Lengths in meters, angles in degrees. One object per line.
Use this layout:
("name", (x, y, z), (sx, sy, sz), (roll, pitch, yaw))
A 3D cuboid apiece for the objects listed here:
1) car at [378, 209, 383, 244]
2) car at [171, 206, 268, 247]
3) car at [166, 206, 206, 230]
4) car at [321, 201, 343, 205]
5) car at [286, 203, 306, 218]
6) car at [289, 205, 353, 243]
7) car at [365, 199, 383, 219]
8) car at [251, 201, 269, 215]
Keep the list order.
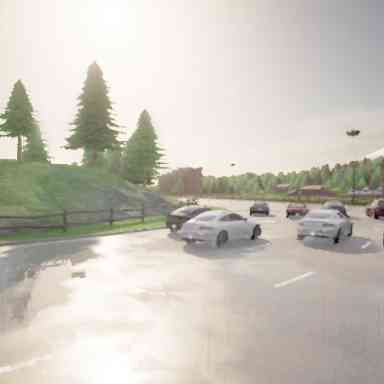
("car", (8.991, 1.495, 13.317), (1.882, 1.535, 5.008), (0, 0, 37))
("car", (1.427, 1.582, 15.293), (1.812, 1.442, 4.674), (0, 0, 40))
("car", (0.483, 1.583, 19.768), (1.837, 1.490, 4.892), (0, 0, 37))
("car", (13.614, 1.598, 32.109), (1.812, 1.442, 4.674), (0, 0, 14))
("car", (9.862, 1.685, 31.296), (1.895, 1.301, 4.718), (0, 0, 17))
("car", (6.578, 1.565, 16.322), (1.812, 1.442, 4.674), (0, 0, 36))
("car", (16.646, 1.400, 29.051), (2.097, 1.767, 4.553), (0, 0, 17))
("car", (7.168, 1.675, 35.289), (1.994, 1.385, 4.181), (0, 0, 12))
